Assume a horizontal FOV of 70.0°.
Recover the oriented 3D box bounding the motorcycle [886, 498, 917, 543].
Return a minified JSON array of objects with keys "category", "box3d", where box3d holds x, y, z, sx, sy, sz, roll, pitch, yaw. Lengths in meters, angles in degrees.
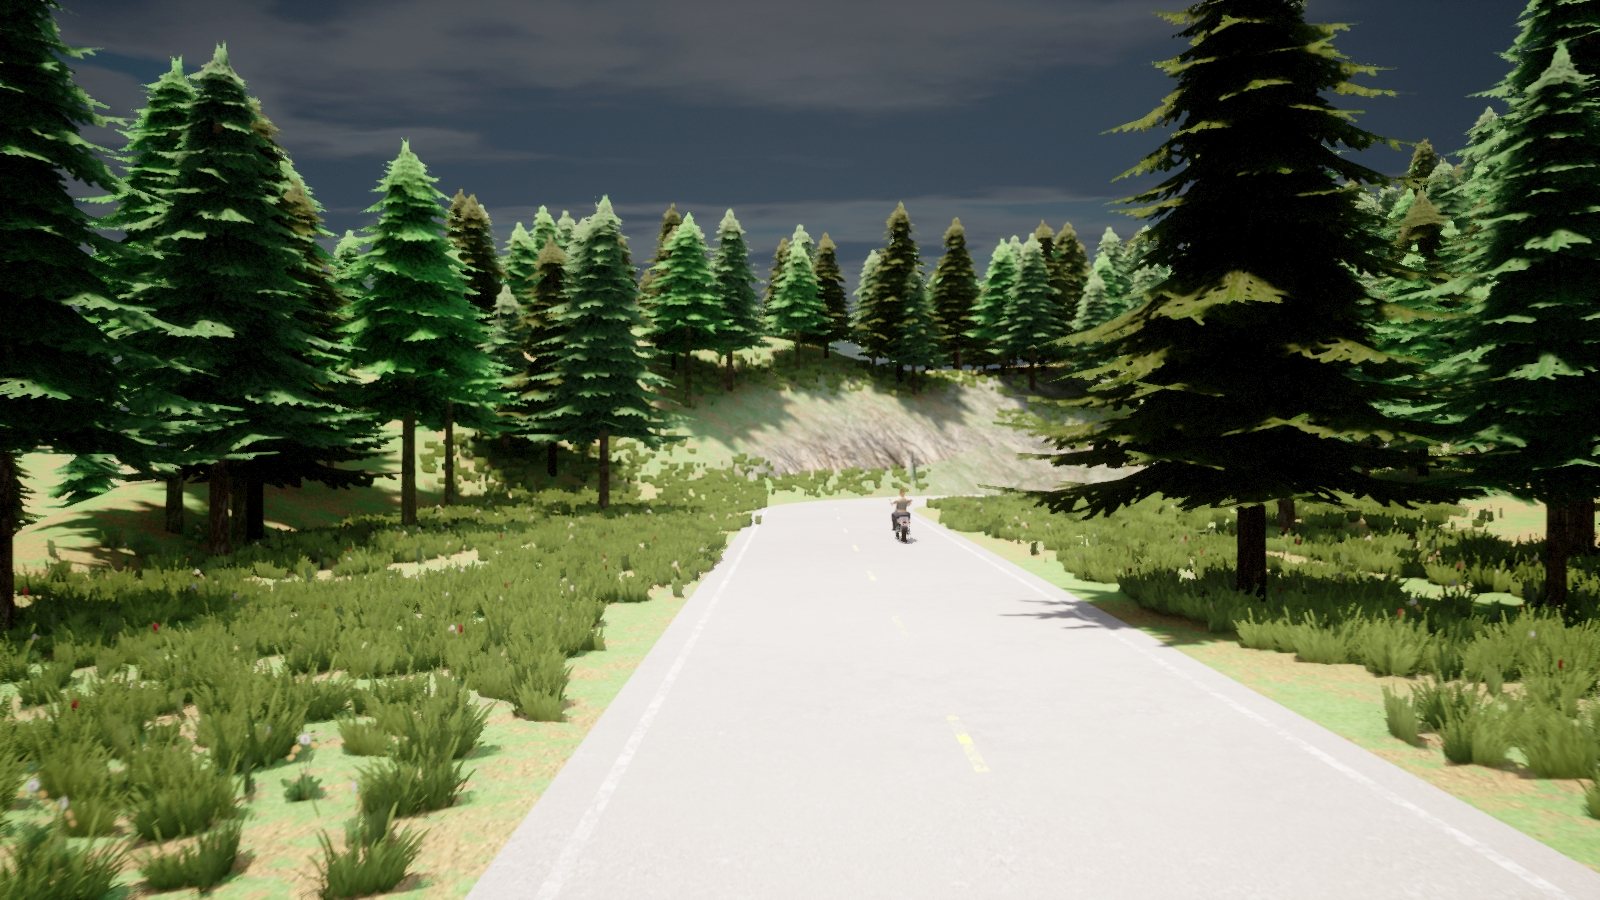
[{"category":"motorcycle","box3d":[3.196,2.202,36.128,0.764,1.277,2.356,0,0,0]}]
